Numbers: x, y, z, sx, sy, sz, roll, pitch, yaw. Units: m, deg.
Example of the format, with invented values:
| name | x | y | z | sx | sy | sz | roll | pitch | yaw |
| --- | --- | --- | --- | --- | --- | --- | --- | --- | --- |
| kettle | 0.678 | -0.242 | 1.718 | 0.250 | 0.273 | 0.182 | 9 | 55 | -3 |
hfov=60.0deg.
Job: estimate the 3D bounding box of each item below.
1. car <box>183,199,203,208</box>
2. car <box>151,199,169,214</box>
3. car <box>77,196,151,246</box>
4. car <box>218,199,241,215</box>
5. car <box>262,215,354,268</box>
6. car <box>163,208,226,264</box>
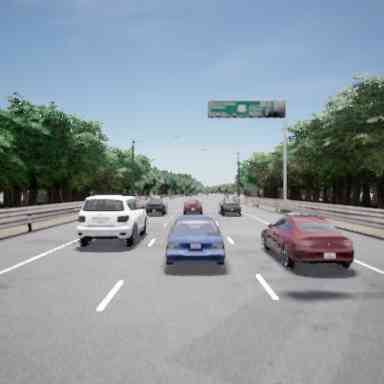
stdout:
| name | x | y | z | sx | sy | sz | roll | pitch | yaw |
| --- | --- | --- | --- | --- | --- | --- | --- | --- | --- |
| car | 0.102 | 1.441 | 33.400 | 1.812 | 1.442 | 4.674 | 0 | 0 | 0 |
| car | -3.399 | 1.421 | 32.360 | 1.837 | 1.490 | 4.892 | 0 | 0 | 0 |
| car | -3.399 | 1.176 | 15.092 | 2.150 | 2.045 | 5.566 | 0 | 0 | 0 |
| car | 3.602 | 1.408 | 32.252 | 2.128 | 1.511 | 4.902 | 0 | 0 | 0 |
| car | 3.600 | 1.492 | 10.977 | 1.812 | 1.442 | 4.674 | 0 | 0 | 0 |
| car | 0.101 | 1.512 | 11.561 | 2.033 | 1.411 | 5.357 | 0 | 0 | 0 |
